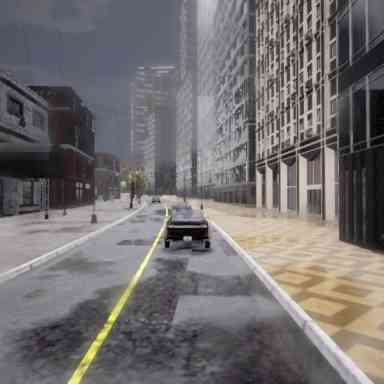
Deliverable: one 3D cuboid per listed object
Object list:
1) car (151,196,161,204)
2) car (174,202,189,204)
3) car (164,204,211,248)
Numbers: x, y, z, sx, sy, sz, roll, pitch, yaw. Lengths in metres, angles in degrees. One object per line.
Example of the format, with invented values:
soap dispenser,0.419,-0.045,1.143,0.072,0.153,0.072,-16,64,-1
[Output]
car,-6.958,1.560,64.303,2.033,1.411,5.357,0,0,-7
car,-0.902,1.558,29.722,2.033,1.411,5.357,0,0,-3
car,-0.226,1.496,14.695,2.128,1.511,4.902,0,0,-2
